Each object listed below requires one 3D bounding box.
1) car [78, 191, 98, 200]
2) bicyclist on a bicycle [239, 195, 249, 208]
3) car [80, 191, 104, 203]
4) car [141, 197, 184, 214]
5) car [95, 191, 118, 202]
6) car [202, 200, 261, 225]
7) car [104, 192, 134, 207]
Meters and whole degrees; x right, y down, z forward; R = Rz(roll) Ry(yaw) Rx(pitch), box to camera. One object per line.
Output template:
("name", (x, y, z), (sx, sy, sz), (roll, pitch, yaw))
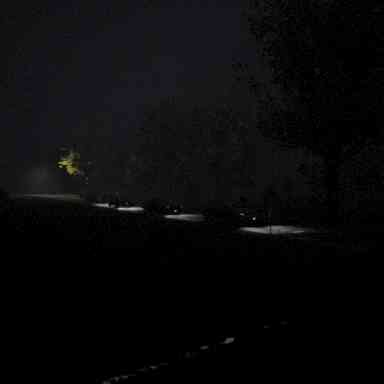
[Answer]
("car", (-18.894, 0.552, 60.157), (2.128, 1.511, 4.902), (0, 1, -33))
("bicyclist on a bicycle", (4.506, 1.123, 29.770), (1.656, 1.620, 0.582), (0, 1, -33))
("car", (-13.759, 0.782, 46.976), (2.128, 1.511, 4.902), (0, 1, -32))
("car", (-2.821, 1.159, 30.075), (2.033, 1.411, 5.357), (0, 1, -33))
("car", (-13.261, 0.706, 51.525), (1.882, 1.535, 5.008), (0, 1, -33))
("car", (2.469, 1.289, 21.941), (1.812, 1.442, 4.674), (0, 1, -33))
("car", (-8.240, 1.018, 38.420), (1.994, 1.385, 4.181), (0, 1, -33))
